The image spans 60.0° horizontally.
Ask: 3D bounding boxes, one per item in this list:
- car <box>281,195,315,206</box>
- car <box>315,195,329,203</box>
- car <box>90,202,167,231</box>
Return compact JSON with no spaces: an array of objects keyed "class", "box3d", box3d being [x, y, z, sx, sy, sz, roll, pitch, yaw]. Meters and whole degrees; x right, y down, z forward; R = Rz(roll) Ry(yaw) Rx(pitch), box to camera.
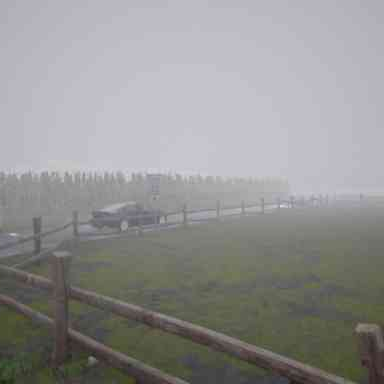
[{"class":"car","box3d":[13.924,1.077,43.476,2.128,1.511,4.902,-1,0,36]},{"class":"car","box3d":[19.867,1.096,51.906,1.895,1.301,4.718,-1,0,35]},{"class":"car","box3d":[-3.468,1.330,19.130,1.882,1.535,5.008,-1,0,35]}]
